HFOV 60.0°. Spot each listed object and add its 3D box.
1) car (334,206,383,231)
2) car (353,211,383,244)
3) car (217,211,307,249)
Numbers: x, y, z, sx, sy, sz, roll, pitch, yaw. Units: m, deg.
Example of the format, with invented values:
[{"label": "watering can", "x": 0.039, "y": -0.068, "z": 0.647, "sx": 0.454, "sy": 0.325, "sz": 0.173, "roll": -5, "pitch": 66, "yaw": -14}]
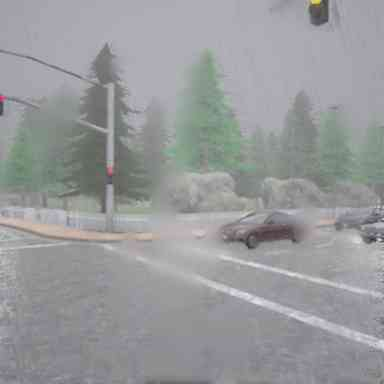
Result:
[{"label": "car", "x": 10.541, "y": 1.616, "z": 20.104, "sx": 4.674, "sy": 1.442, "sz": 1.812, "roll": 0, "pitch": 0, "yaw": -35}, {"label": "car", "x": 9.614, "y": 1.679, "z": 15.137, "sx": 4.718, "sy": 1.301, "sz": 1.895, "roll": 0, "pitch": 0, "yaw": -35}, {"label": "car", "x": 3.254, "y": 1.580, "z": 14.946, "sx": 4.674, "sy": 1.442, "sz": 1.812, "roll": 0, "pitch": 0, "yaw": -35}]
